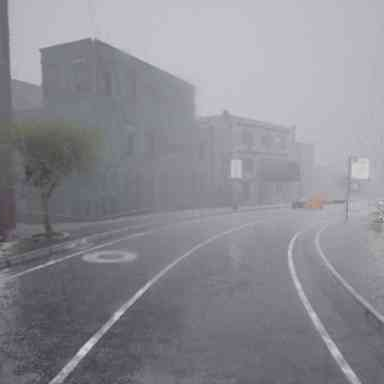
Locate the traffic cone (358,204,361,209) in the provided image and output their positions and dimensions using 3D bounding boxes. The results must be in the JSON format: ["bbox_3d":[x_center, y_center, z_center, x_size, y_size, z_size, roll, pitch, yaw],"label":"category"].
[{"bbox_3d":[22.533,1.933,44.816,0.340,0.580,0.340,4,3,40],"label":"traffic cone"}]

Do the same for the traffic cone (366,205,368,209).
[{"bbox_3d":[23.292,1.992,44.170,0.340,0.580,0.340,4,3,40],"label":"traffic cone"}]

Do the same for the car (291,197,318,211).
[{"bbox_3d":[13.273,1.294,38.704,1.882,1.535,5.008,4,2,40],"label":"car"}]

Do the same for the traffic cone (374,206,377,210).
[{"bbox_3d":[24.044,2.051,43.532,0.340,0.580,0.340,4,3,40],"label":"traffic cone"}]

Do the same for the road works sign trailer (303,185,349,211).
[{"bbox_3d":[14.032,0.778,35.253,2.380,2.880,3.560,1,3,-31],"label":"road works sign trailer"}]
